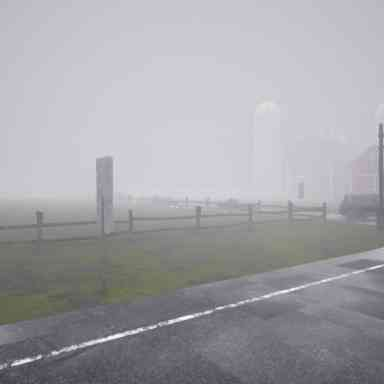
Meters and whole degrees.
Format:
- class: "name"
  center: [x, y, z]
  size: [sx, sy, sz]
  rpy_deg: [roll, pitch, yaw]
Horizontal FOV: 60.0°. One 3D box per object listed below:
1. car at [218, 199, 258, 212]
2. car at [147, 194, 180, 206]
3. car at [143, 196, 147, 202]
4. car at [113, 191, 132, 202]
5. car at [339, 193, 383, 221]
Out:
- class: "car"
  center: [4.984, 1.369, 35.331]
  size: [1.895, 1.301, 4.718]
  rpy_deg: [-1, 1, -36]
- class: "car"
  center: [-3.852, 1.173, 47.610]
  size: [2.033, 1.411, 5.357]
  rpy_deg: [-1, 1, -36]
- class: "car"
  center: [-6.872, 1.074, 56.838]
  size: [1.994, 1.385, 4.181]
  rpy_deg: [-1, 1, -36]
- class: "car"
  center: [-12.900, 0.784, 60.326]
  size: [2.150, 2.045, 5.566]
  rpy_deg: [-1, 1, -36]
- class: "car"
  center: [13.774, 1.119, 24.373]
  size: [5.566, 2.045, 2.150]
  rpy_deg: [0, 1, 44]
